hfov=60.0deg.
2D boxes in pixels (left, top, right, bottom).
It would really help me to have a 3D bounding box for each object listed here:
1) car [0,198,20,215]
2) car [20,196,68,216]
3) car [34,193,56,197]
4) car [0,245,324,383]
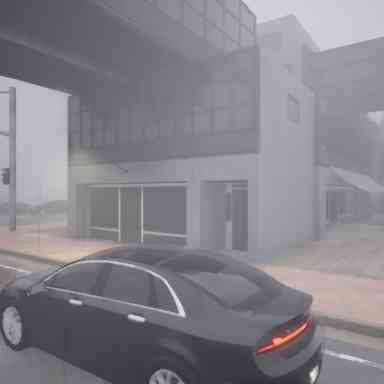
[{"bbox_3d":[-18.378,1.562,33.150,1.994,1.385,4.181,0,0,36],"label":"car"},{"bbox_3d":[-14.001,1.503,33.203,1.837,1.490,4.892,0,0,36],"label":"car"},{"bbox_3d":[-31.249,1.153,69.870,4.605,1.855,1.932,0,0,35],"label":"car"},{"bbox_3d":[-0.812,1.502,4.571,4.892,1.490,1.837,-1,0,36],"label":"car"}]
